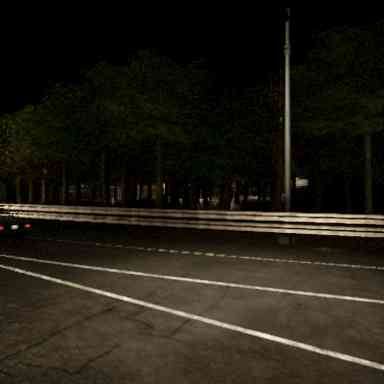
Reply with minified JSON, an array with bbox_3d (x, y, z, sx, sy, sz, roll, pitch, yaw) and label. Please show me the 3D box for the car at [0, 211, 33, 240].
[{"bbox_3d":[-9.792,1.563,15.668,5.357,1.411,2.033,0,0,31],"label":"car"}]
